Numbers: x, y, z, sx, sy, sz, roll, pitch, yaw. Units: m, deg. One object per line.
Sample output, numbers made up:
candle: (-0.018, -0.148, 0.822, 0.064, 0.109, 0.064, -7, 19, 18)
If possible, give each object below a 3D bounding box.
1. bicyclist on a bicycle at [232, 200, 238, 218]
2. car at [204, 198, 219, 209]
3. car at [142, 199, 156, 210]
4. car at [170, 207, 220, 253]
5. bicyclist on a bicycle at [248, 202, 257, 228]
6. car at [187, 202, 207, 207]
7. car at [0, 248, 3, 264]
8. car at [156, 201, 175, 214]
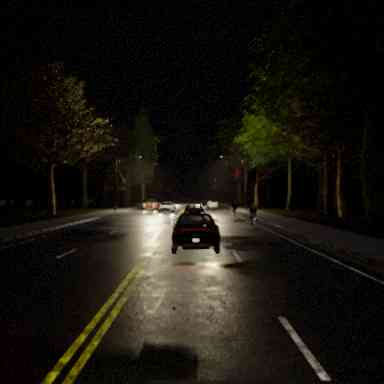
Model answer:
bicyclist on a bicycle: (4.257, 1.714, 33.306, 0.659, 1.776, 1.843, 0, 0, 0)
car: (3.554, 2.159, 57.071, 1.812, 1.442, 4.674, 0, -1, 0)
car: (-6.382, 1.906, 51.640, 2.097, 1.767, 4.553, 0, -1, 1)
car: (0.147, 1.620, 14.506, 1.882, 1.535, 5.008, 0, -1, 0)
bicyclist on a bicycle: (4.221, 1.604, 23.190, 0.659, 1.776, 1.843, 0, 0, 0)
car: (0.212, 1.933, 32.594, 1.895, 1.301, 4.718, 0, -1, 0)
car: (-6.574, 1.638, 8.094, 1.994, 1.385, 4.181, 0, -1, 0)
car: (-3.188, 1.970, 42.563, 1.812, 1.442, 4.674, 0, -1, 0)
